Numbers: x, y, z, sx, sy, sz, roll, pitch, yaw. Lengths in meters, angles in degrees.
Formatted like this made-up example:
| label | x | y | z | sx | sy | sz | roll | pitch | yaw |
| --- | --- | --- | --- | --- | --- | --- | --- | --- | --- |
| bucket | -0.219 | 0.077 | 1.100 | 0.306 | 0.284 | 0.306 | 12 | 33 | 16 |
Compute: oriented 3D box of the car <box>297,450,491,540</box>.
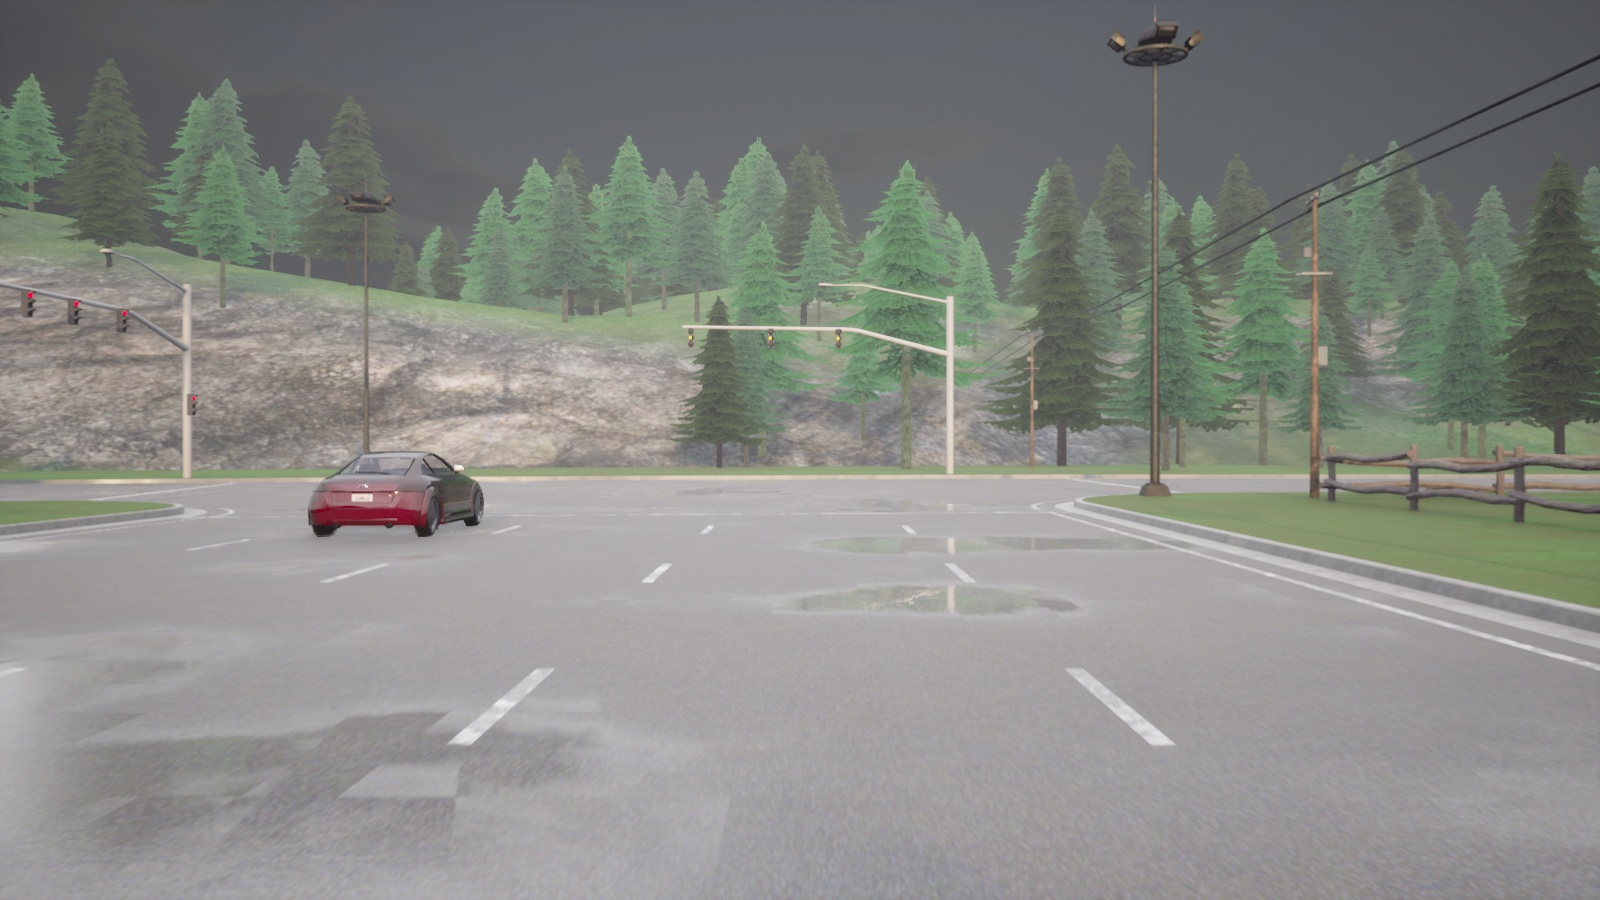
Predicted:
| label | x | y | z | sx | sy | sz | roll | pitch | yaw |
| --- | --- | --- | --- | --- | --- | --- | --- | --- | --- |
| car | -6.861 | 0.702 | 21.715 | 1.994 | 1.385 | 4.181 | 0 | 0 | 0 |
